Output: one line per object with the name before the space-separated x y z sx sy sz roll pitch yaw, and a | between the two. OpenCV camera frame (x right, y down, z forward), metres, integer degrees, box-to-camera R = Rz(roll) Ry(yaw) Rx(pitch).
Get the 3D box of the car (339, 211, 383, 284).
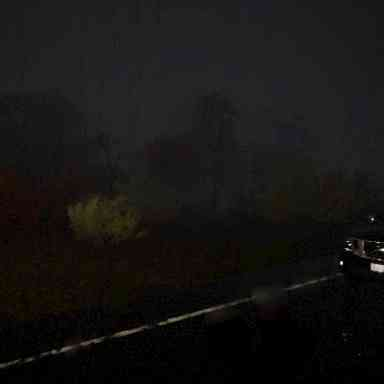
car | 6.004 1.160 8.289 5.566 2.045 2.150 0 0 -36
